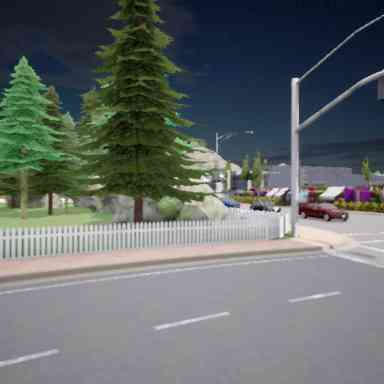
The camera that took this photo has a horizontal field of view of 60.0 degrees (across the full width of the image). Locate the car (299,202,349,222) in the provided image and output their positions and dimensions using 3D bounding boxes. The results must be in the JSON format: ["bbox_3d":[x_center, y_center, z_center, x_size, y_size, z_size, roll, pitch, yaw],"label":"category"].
[{"bbox_3d":[11.343,1.668,28.883,1.882,1.535,5.008,0,0,-17],"label":"car"}]

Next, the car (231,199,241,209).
[{"bbox_3d":[5.380,1.690,48.418,1.882,1.535,5.008,0,0,-17],"label":"car"}]

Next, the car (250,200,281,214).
[{"bbox_3d":[8.429,1.693,38.408,2.128,1.511,4.902,0,0,-17],"label":"car"}]

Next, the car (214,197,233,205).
[{"bbox_3d":[6.582,1.822,69.118,2.033,1.411,5.357,0,0,-17],"label":"car"}]
